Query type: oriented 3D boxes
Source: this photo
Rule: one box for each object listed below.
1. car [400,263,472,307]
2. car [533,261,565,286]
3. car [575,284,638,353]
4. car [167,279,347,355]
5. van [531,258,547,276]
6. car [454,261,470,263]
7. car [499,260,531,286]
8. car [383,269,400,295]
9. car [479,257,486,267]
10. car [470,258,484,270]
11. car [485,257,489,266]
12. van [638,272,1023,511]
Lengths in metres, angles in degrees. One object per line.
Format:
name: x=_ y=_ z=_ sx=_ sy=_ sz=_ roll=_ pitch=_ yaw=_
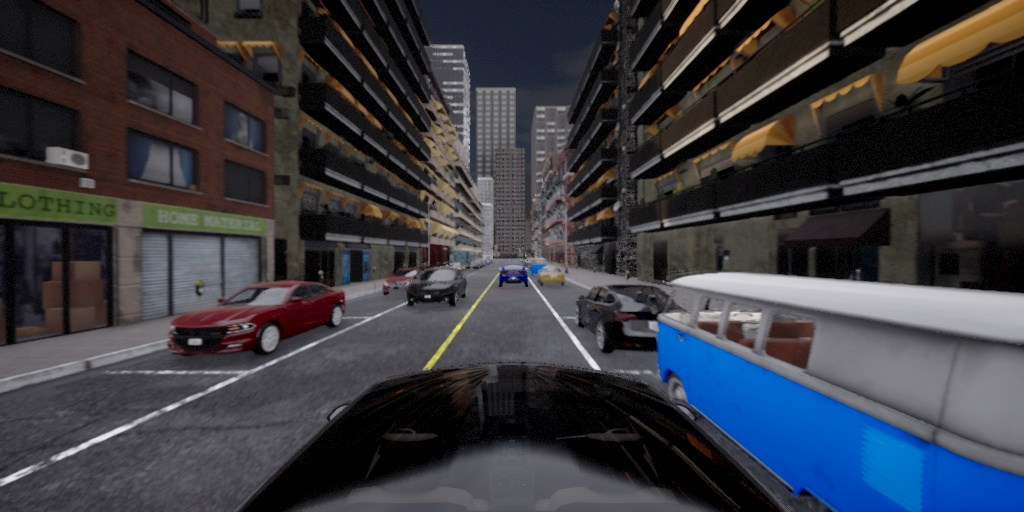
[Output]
car: x=-3.086 y=1.231 z=15.682 sx=1.882 sy=1.535 sz=5.008 roll=0 pitch=0 yaw=0
car: x=2.687 y=1.283 z=25.420 sx=1.751 sy=1.417 sz=4.829 roll=0 pitch=0 yaw=0
car: x=2.688 y=1.318 z=8.680 sx=1.948 sy=1.339 sz=4.313 roll=0 pitch=0 yaw=0
car: x=-5.693 y=1.297 z=8.692 sx=1.888 sy=1.381 sz=4.507 roll=0 pitch=0 yaw=0
van: x=2.687 y=1.105 z=36.297 sx=1.690 sy=1.789 sz=3.998 roll=0 pitch=0 yaw=0
car: x=-5.695 y=1.289 z=36.139 sx=1.751 sy=1.417 sz=4.829 roll=0 pitch=0 yaw=0
car: x=0.098 y=1.235 z=25.064 sx=1.882 sy=1.535 sz=5.008 roll=0 pitch=0 yaw=0
car: x=-5.693 y=1.337 z=19.739 sx=1.802 sy=1.307 sz=4.207 roll=0 pitch=0 yaw=0
car: x=-5.695 y=1.323 z=58.403 sx=1.888 sy=1.381 sz=4.507 roll=0 pitch=0 yaw=0
car: x=-5.695 y=1.340 z=52.879 sx=1.948 sy=1.339 sz=4.313 roll=0 pitch=0 yaw=0
car: x=-5.696 y=1.328 z=63.927 sx=1.888 sy=1.381 sz=4.507 roll=0 pitch=0 yaw=0
van: x=2.689 y=1.091 z=3.156 sx=1.690 sy=1.789 sz=3.998 roll=0 pitch=0 yaw=0
